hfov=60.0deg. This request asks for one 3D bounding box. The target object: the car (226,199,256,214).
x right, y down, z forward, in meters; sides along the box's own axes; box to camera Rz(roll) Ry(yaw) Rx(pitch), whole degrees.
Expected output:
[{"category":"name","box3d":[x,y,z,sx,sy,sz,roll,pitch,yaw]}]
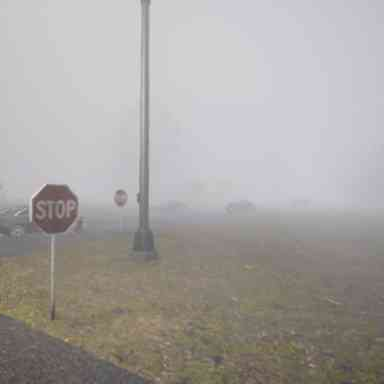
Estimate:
[{"category":"car","box3d":[5.291,1.503,35.602,1.812,1.442,4.674,1,0,34]}]

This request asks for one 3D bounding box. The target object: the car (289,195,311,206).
[{"category":"car","box3d":[18.160,1.582,54.899,2.033,1.411,5.357,1,0,32]}]

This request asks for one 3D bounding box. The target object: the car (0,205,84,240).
[{"category":"car","box3d":[-7.645,1.398,16.352,2.128,1.511,4.902,1,0,34]}]

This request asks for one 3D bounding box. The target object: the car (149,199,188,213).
[{"category":"car","box3d":[-2.566,1.463,36.496,2.033,1.411,5.357,1,1,34]}]

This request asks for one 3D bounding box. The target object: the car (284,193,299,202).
[{"category":"car","box3d":[21.905,1.213,72.898,2.150,2.045,5.566,1,0,34]}]
